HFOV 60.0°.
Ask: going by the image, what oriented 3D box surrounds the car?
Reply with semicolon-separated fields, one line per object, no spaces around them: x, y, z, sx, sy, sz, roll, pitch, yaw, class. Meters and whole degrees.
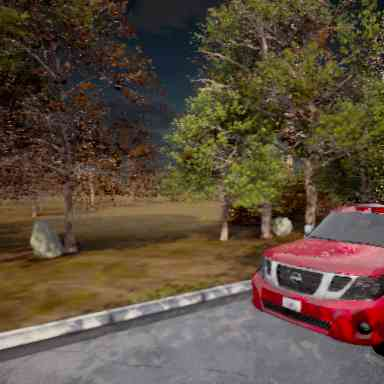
3.650;1.228;6.286;5.566;2.045;2.150;0;0;-35;car
